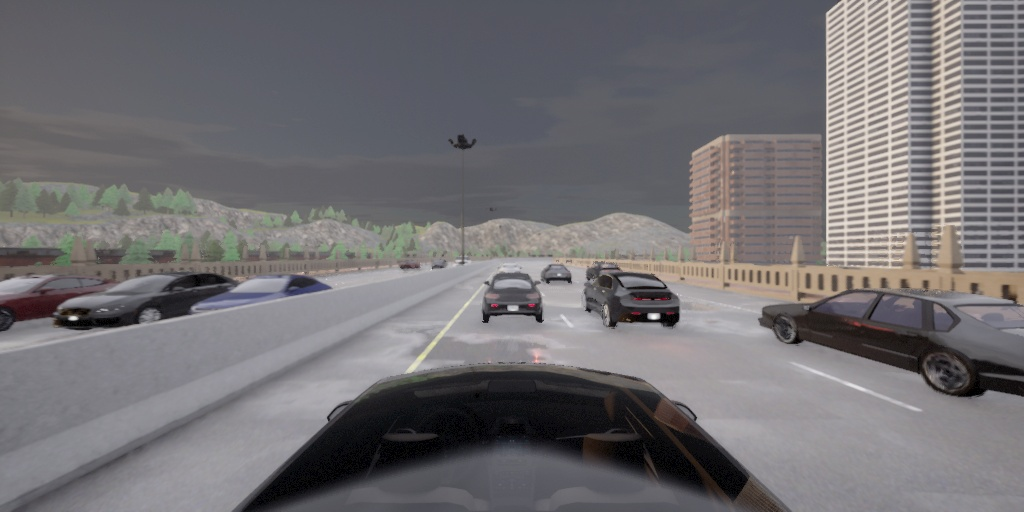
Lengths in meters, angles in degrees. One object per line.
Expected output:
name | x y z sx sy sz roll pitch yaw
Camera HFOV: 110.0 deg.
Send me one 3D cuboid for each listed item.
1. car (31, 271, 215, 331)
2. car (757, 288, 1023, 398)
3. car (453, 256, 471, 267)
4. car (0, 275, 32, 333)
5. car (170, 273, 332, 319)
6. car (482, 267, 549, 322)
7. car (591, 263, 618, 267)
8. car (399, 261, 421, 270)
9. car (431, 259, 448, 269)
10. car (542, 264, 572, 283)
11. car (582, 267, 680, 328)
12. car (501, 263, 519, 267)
car | -10.673 1.263 11.128 1.837 1.490 4.892 0 0 -1
car | 7.061 1.292 6.452 2.033 1.411 5.357 0 0 0
car | -7.564 0.973 55.139 2.150 2.045 5.566 0 0 0
car | -14.169 1.286 10.776 1.812 1.442 4.674 0 0 -1
car | -7.170 1.281 10.860 1.812 1.442 4.674 0 0 -1
car | 0.010 1.275 12.198 1.812 1.442 4.674 0 0 0
car | 6.871 1.235 27.062 2.128 1.511 4.902 0 0 -1
car | -14.541 1.360 51.182 1.895 1.301 4.718 0 0 0
car | -11.063 1.260 55.045 1.837 1.490 4.892 0 0 0
car | 3.365 1.310 27.619 1.994 1.385 4.181 0 0 -1
car | 3.518 1.252 11.355 1.837 1.490 4.892 0 0 0
car | -0.153 1.275 28.083 1.812 1.442 4.674 0 0 -1
